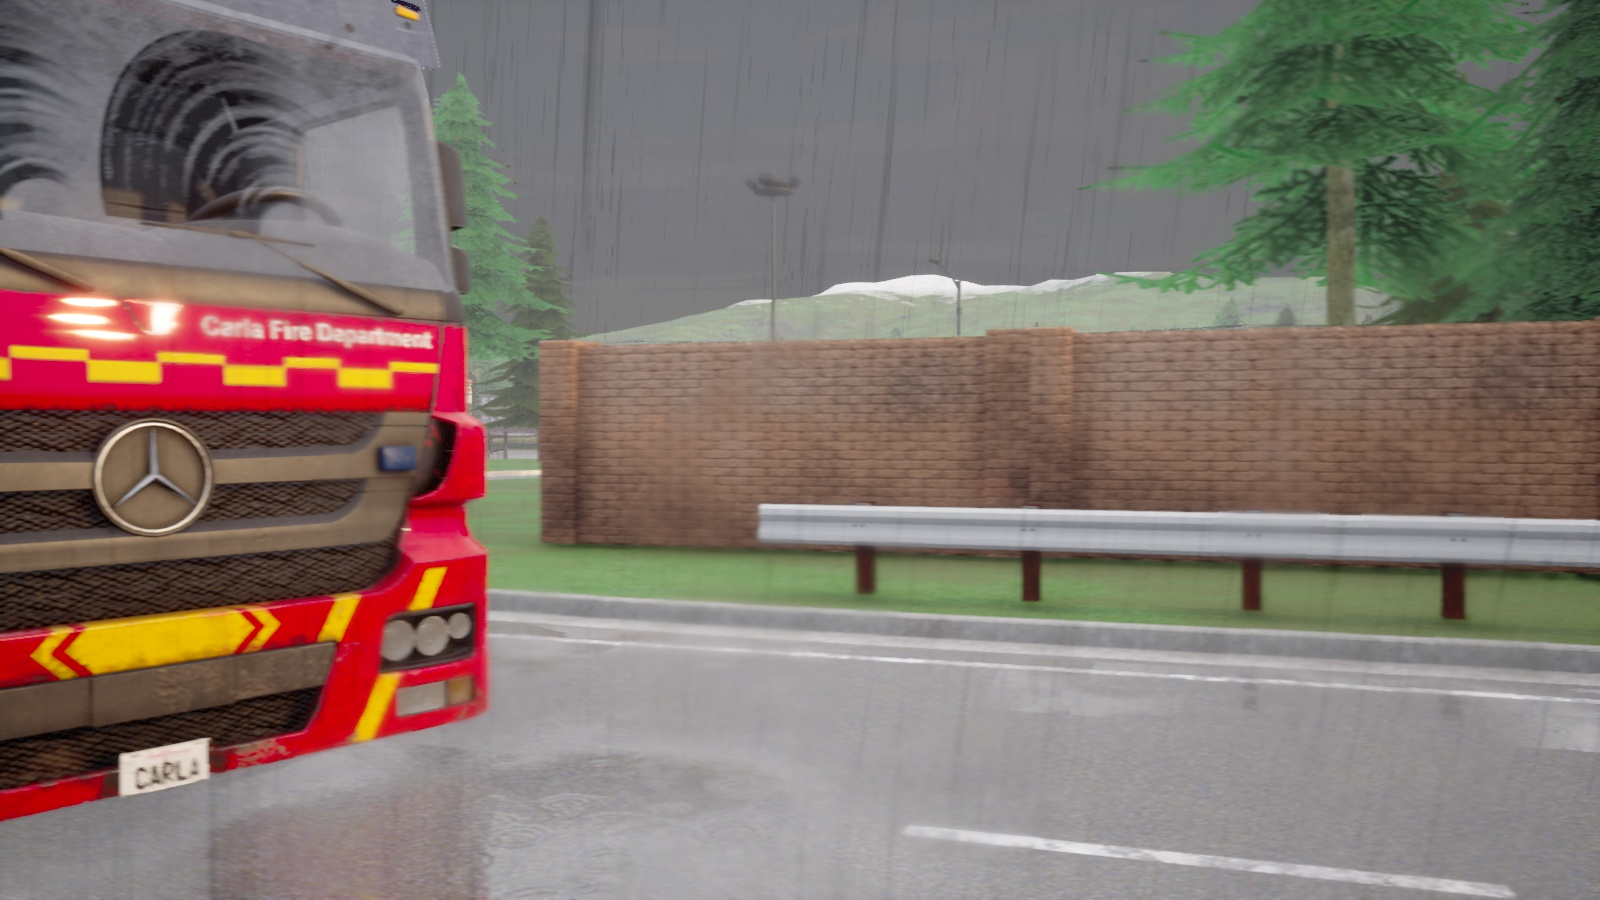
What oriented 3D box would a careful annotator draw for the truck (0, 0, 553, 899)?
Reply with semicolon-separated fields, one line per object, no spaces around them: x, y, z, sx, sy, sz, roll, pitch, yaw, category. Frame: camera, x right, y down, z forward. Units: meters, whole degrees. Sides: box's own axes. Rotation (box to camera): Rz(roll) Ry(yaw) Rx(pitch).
-5.198;-0.487;6.598;8.468;3.827;2.891;1;1;39;truck
